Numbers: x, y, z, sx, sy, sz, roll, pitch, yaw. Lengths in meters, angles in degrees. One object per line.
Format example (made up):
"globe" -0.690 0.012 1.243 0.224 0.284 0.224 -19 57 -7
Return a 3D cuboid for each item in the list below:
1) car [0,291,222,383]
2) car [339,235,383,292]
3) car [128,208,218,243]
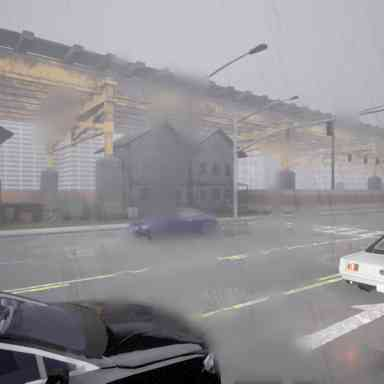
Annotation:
"car" -1.951 1.492 2.354 4.902 1.511 2.128 0 0 -35
"car" 5.565 1.601 7.740 4.718 1.301 1.895 0 0 -35
"car" -0.806 1.526 16.302 4.674 1.442 1.812 0 0 -35
